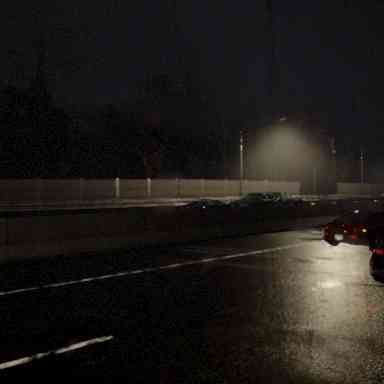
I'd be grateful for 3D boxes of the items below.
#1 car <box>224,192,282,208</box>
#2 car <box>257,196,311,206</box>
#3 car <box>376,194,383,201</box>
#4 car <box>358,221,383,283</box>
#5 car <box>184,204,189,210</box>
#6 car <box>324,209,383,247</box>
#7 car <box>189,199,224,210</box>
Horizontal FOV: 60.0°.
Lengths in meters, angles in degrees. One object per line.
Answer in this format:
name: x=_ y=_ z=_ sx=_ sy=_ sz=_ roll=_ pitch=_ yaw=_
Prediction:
car: x=5.907 y=1.036 z=29.700 sx=5.566 sy=2.045 sz=2.150 roll=-1 pitch=0 yaw=-35
car: x=7.821 y=1.320 z=26.765 sx=4.892 sy=1.490 sz=1.837 roll=-1 pitch=0 yaw=-35
car: x=34.136 y=1.048 z=58.315 sx=4.181 sy=1.385 sz=1.994 roll=-1 pitch=0 yaw=-35
car: x=6.213 y=1.481 z=8.175 sx=4.181 sy=1.385 sz=1.994 roll=-1 pitch=0 yaw=-36
car: x=1.274 y=1.383 z=34.990 sx=4.181 sy=1.385 sz=1.994 roll=-1 pitch=0 yaw=-35
car: x=7.061 y=1.413 z=13.082 sx=4.674 sy=1.442 sz=1.812 roll=-1 pitch=0 yaw=-36
car: x=2.446 y=1.429 z=31.531 sx=4.718 sy=1.301 sz=1.895 roll=-1 pitch=0 yaw=-35
